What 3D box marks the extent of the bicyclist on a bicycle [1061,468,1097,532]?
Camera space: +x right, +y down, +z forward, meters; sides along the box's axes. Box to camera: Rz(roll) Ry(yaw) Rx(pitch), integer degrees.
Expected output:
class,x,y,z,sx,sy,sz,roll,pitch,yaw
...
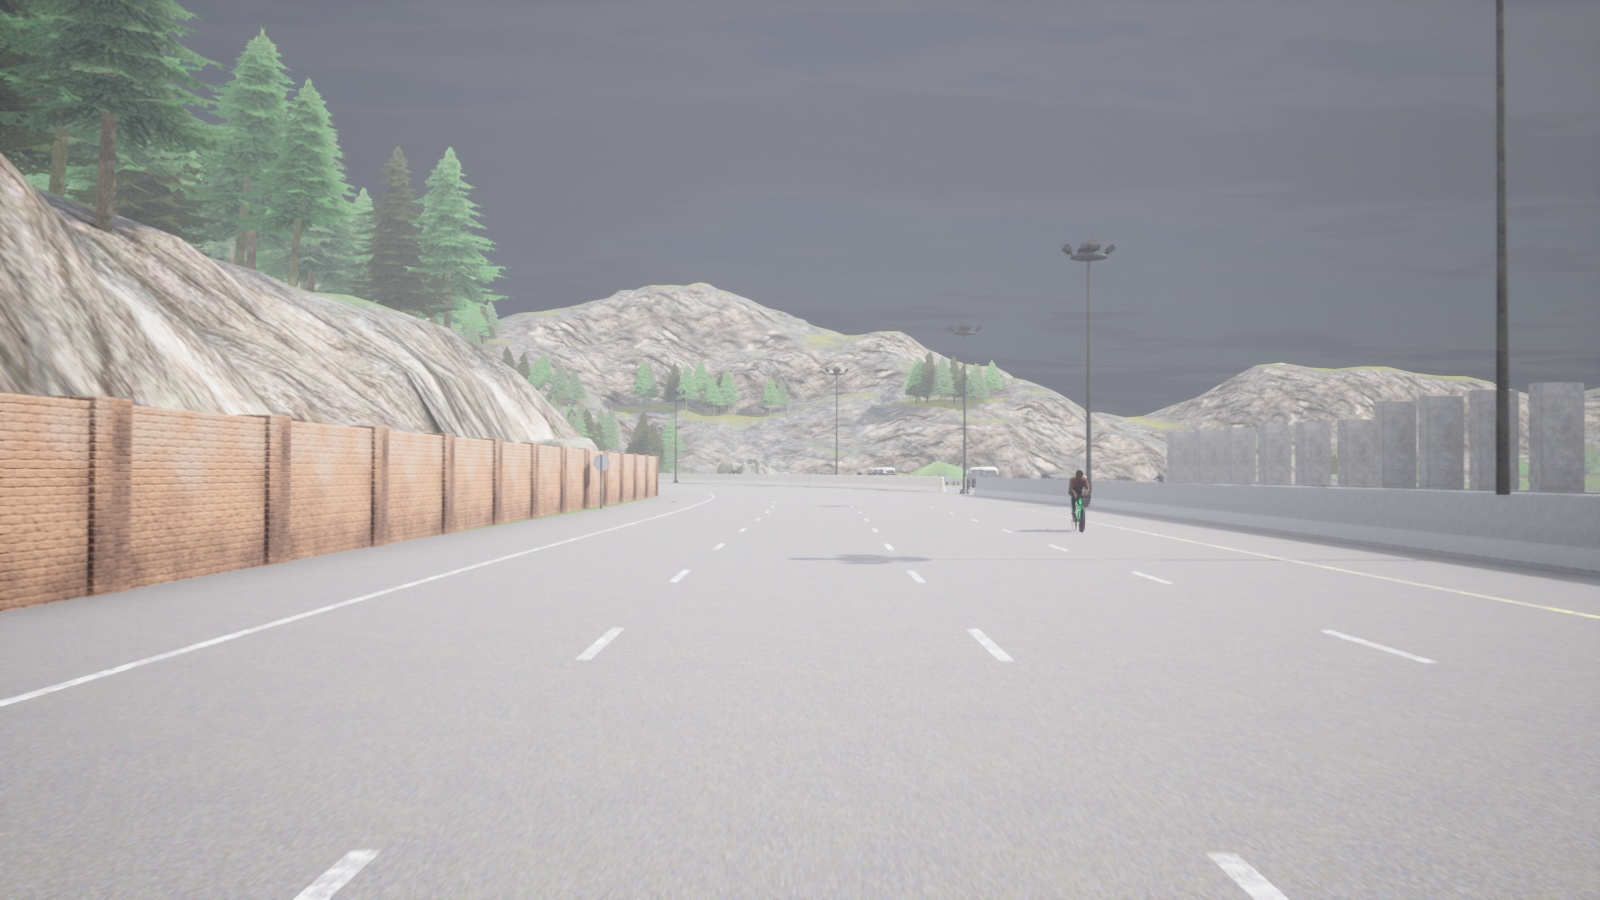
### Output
class,x,y,z,sx,sy,sz,roll,pitch,yaw
bicyclist on a bicycle,7.241,1.284,32.612,0.582,1.620,1.656,0,-1,1

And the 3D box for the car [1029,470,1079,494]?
class,x,y,z,sx,sy,sz,roll,pitch,yaw
car,16.922,2.129,83.922,1.882,1.535,5.008,0,-1,-6
